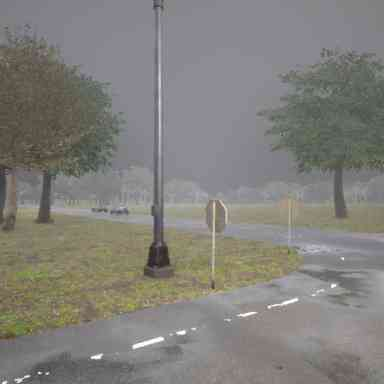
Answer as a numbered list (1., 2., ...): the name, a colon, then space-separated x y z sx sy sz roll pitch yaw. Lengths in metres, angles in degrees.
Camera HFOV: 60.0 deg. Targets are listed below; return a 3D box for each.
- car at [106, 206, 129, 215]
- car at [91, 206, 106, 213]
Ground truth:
1. car: -11.487 2.917 52.809 1.812 1.442 4.674 2 -2 -34
2. car: -17.095 3.164 61.123 1.895 1.301 4.718 2 -2 -34
